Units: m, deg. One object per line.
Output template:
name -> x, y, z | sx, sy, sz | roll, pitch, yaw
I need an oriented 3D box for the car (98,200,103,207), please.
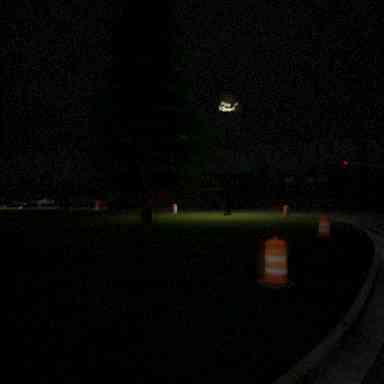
car -> -20.249, 2.370, 69.269 | 5.008, 1.535, 1.882 | -1, -1, 32

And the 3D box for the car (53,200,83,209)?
car -> -23.551, 2.330, 63.153 | 5.008, 1.535, 1.882 | -2, -1, 32

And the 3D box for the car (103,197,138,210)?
car -> -11.640, 1.905, 55.705 | 5.566, 2.045, 2.150 | -1, -1, 32

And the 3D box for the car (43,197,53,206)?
car -> -35.107, 2.328, 78.642 | 5.566, 2.045, 2.150 | -1, -1, 32

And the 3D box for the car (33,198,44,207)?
car -> -33.574, 2.546, 69.397 | 4.181, 1.385, 1.994 | -1, -1, 32

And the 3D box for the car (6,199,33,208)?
car -> -34.497, 2.502, 65.842 | 5.357, 1.411, 2.033 | -1, -1, 32

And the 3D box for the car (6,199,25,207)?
car -> -41.755, 2.509, 78.697 | 4.553, 1.767, 2.097 | -1, -1, 32

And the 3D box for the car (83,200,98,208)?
car -> -21.624, 2.346, 66.081 | 5.008, 1.535, 1.882 | -1, -1, 33
